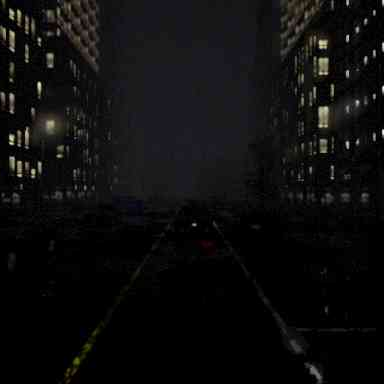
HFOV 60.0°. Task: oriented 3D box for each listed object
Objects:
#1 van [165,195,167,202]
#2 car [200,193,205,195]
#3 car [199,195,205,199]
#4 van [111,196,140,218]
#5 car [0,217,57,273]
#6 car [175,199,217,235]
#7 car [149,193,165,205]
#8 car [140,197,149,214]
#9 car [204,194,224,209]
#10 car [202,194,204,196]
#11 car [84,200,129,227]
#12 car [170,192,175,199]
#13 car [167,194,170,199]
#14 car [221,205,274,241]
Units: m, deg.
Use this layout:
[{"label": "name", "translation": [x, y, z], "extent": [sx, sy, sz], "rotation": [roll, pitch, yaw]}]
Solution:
[{"label": "van", "translation": [-5.671, 1.050, 55.872], "extent": [1.690, 1.788, 3.998], "rotation": [0, 0, 0]}, {"label": "car", "translation": [2.709, 1.233, 56.025], "extent": [1.752, 1.417, 4.829], "rotation": [0, 0, 0]}, {"label": "car", "translation": [0.108, 1.381, 35.820], "extent": [1.994, 1.385, 4.181], "rotation": [0, 0, 0]}, {"label": "van", "translation": [-5.679, 1.203, 27.411], "extent": [1.690, 1.788, 3.998], "rotation": [0, 0, 0]}, {"label": "car", "translation": [-5.684, 1.499, 10.335], "extent": [2.008, 1.369, 4.403], "rotation": [0, 0, 0]}, {"label": "car", "translation": [0.105, 1.387, 18.146], "extent": [1.882, 1.535, 5.008], "rotation": [0, 0, 0]}, {"label": "car", "translation": [-5.673, 1.180, 50.179], "extent": [1.967, 1.590, 4.097], "rotation": [0, 0, 0]}, {"label": "car", "translation": [-5.678, 1.414, 33.104], "extent": [1.802, 1.307, 4.206], "rotation": [0, 0, 0]}, {"label": "car", "translation": [2.705, 1.242, 38.779], "extent": [1.967, 1.590, 4.097], "rotation": [0, 0, 0]}, {"label": "car", "translation": [2.707, 1.322, 50.164], "extent": [1.802, 1.307, 4.206], "rotation": [0, 0, 0]}, {"label": "car", "translation": [-5.681, 1.436, 21.720], "extent": [1.887, 1.381, 4.507], "rotation": [0, 0, 0]}, {"label": "car", "translation": [-5.664, 1.076, 84.162], "extent": [1.752, 1.417, 4.829], "rotation": [0, 0, 0]}, {"label": "car", "translation": [-5.670, 1.243, 61.565], "extent": [1.947, 1.339, 4.313], "rotation": [0, 0, 0]}, {"label": "car", "translation": [2.698, 1.486, 16.013], "extent": [1.947, 1.339, 4.313], "rotation": [0, 0, 0]}]
